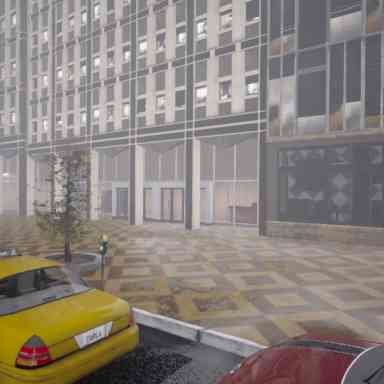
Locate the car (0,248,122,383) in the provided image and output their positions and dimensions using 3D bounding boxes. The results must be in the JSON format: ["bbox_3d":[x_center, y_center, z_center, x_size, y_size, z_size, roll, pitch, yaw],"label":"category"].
[{"bbox_3d":[-2.944,1.524,4.967,4.829,1.417,1.752,0,1,36],"label":"car"}]

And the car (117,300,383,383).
[{"bbox_3d":[1.820,1.440,1.566,4.097,1.590,1.967,0,1,36],"label":"car"}]
